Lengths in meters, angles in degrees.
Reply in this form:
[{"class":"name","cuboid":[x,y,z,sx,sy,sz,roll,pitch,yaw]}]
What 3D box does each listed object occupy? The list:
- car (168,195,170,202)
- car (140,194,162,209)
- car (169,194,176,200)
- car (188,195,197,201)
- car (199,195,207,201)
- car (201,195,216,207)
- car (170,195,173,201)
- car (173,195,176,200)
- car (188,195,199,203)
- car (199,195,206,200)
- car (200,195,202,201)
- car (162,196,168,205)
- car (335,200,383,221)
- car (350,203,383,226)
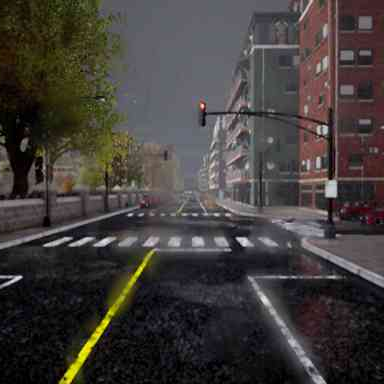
[{"class":"car","cuboid":[-5.613,1.464,60.822,1.887,1.381,4.507,0,0,0]},{"class":"car","cuboid":[-5.636,1.250,44.216,2.192,1.841,5.009,0,0,0]},{"class":"car","cuboid":[-5.570,1.422,93.863,1.752,1.417,4.829,0,0,0]},{"class":"car","cuboid":[0.107,1.457,79.931,1.994,1.385,4.181,0,0,0]},{"class":"car","cuboid":[2.796,1.447,82.952,1.887,1.381,4.507,0,0,0]},{"class":"car","cuboid":[2.753,1.454,49.911,1.752,1.417,4.829,0,0,0]},{"class":"car","cuboid":[-5.599,1.492,71.892,1.802,1.307,4.206,0,0,0]},{"class":"car","cuboid":[-5.584,1.484,82.963,1.802,1.307,4.206,0,0,0]},{"class":"car","cuboid":[0.095,1.459,69.520,2.033,1.411,5.357,0,0,0]},{"class":"car","cuboid":[2.803,1.444,88.487,1.887,1.381,4.507,0,0,0]},{"class":"car","cuboid":[2.760,1.469,55.276,1.887,1.381,4.507,0,0,0]},{"class":"car","cuboid":[-5.621,1.364,55.286,1.967,1.590,4.097,0,0,0]},{"class":"car","cuboid":[14.652,1.544,27.617,5.009,1.841,2.192,1,-1,0]},{"class":"car","cuboid":[14.697,1.809,25.013,4.181,1.385,1.994,1,0,0]}]
